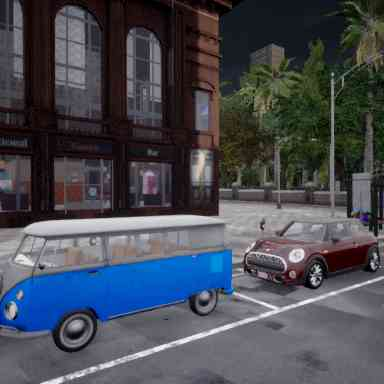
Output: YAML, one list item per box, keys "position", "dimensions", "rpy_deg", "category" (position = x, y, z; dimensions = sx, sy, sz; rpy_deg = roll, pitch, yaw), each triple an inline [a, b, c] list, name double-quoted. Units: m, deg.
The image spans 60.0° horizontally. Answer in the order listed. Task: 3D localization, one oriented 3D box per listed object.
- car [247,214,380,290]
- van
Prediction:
- position: [3.287, 1.439, 9.040]
  dimensions: [4.097, 1.590, 1.967]
  rpy_deg: [0, 0, -36]
  category: "car"
- position: [-1.114, 1.341, 5.866]
  dimensions: [3.998, 1.788, 1.690]
  rpy_deg: [0, 0, -36]
  category: "van"
